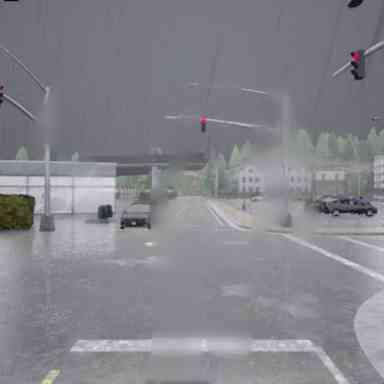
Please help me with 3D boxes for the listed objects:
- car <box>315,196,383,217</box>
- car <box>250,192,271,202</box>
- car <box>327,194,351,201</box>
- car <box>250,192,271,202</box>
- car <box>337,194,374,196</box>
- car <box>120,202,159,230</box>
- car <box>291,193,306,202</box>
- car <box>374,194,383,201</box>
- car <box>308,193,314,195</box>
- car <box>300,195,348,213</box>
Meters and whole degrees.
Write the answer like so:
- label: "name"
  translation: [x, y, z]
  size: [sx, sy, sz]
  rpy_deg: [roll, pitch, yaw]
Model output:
- label: "car"
  translation: [13.390, 1.323, 28.543]
  size: [4.514, 1.523, 2.007]
  rpy_deg: [0, 0, 0]
- label: "car"
  translation: [13.585, 1.323, 65.937]
  size: [3.806, 1.475, 1.970]
  rpy_deg: [0, 0, 0]
- label: "car"
  translation: [32.130, 1.256, 72.768]
  size: [4.514, 1.523, 2.007]
  rpy_deg: [0, 0, 0]
- label: "car"
  translation: [14.222, 1.037, 69.256]
  size: [3.866, 1.878, 1.905]
  rpy_deg: [0, 0, 0]
- label: "car"
  translation: [21.131, 1.294, 43.464]
  size: [3.633, 1.501, 1.845]
  rpy_deg: [0, 0, 0]
- label: "car"
  translation: [-3.225, 1.435, 21.128]
  size: [1.882, 1.535, 5.008]
  rpy_deg: [0, 1, 1]
- label: "car"
  translation: [22.064, 1.059, 65.907]
  size: [4.605, 1.855, 1.932]
  rpy_deg: [0, 0, 0]
- label: "car"
  translation: [39.150, 1.192, 69.049]
  size: [3.806, 1.475, 1.970]
  rpy_deg: [0, 0, 0]
- label: "car"
  translation: [21.253, 1.267, 53.456]
  size: [4.514, 1.523, 2.007]
  rpy_deg: [0, 0, 0]
- label: "car"
  translation: [13.363, 1.312, 31.680]
  size: [5.027, 1.636, 2.152]
  rpy_deg: [0, 0, 0]
